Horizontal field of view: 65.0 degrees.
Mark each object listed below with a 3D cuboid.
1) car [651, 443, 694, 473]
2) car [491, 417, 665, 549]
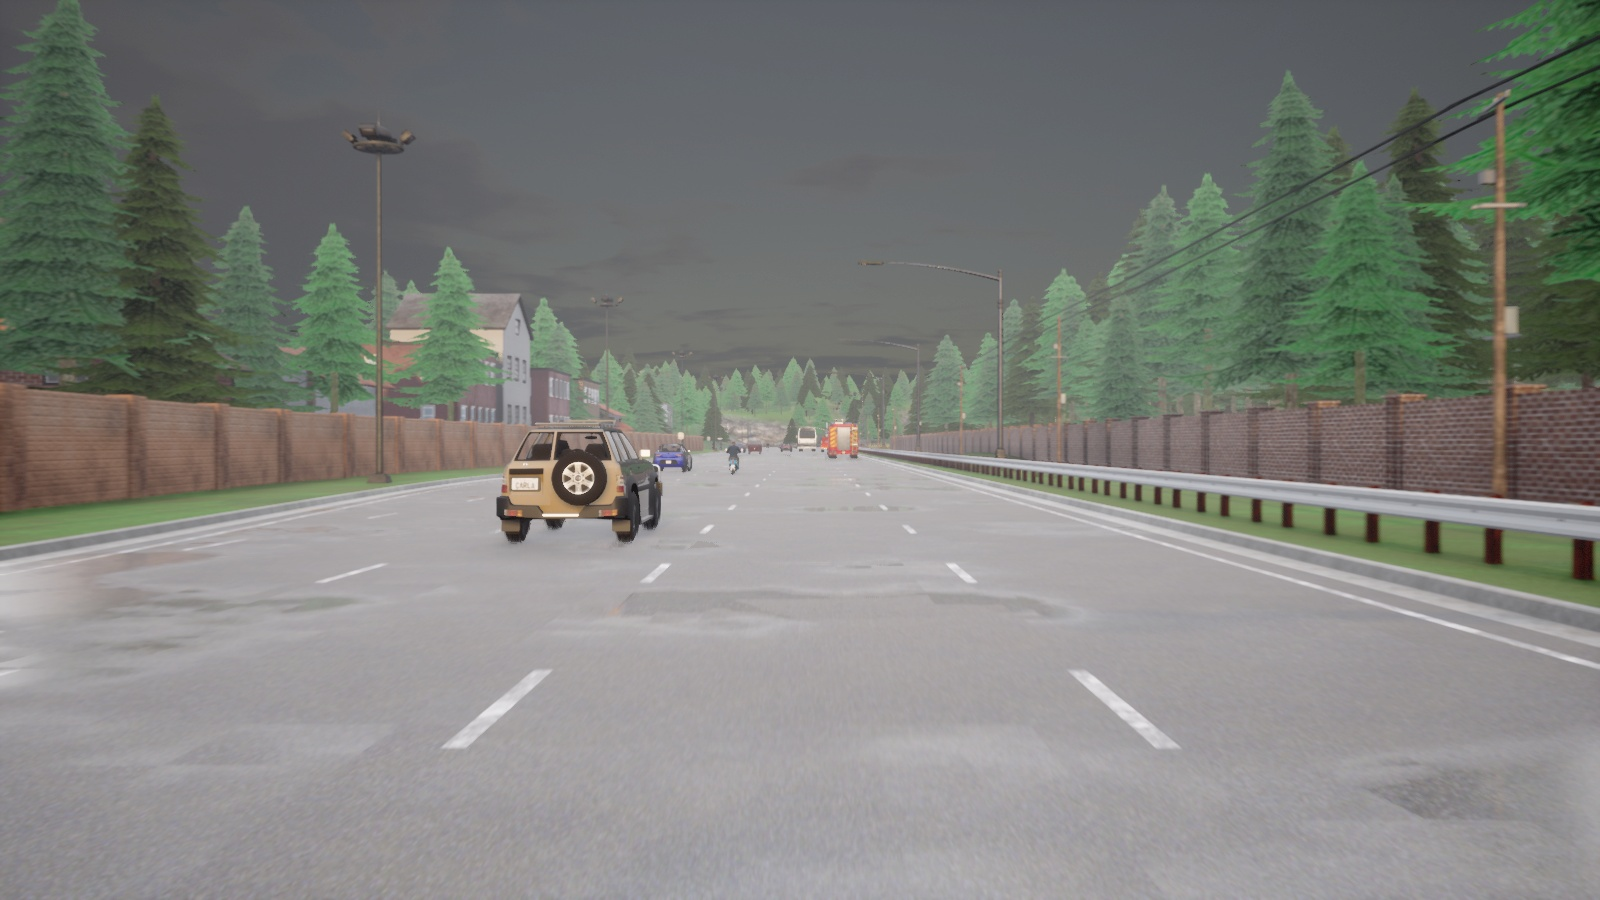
[{"bbox_3d":[-6.614,0.390,65.383,1.816,1.474,4.193,0,0,0],"label":"car"},{"bbox_3d":[-3.374,0.449,19.982,1.932,1.855,4.605,0,0,0],"label":"car"}]
